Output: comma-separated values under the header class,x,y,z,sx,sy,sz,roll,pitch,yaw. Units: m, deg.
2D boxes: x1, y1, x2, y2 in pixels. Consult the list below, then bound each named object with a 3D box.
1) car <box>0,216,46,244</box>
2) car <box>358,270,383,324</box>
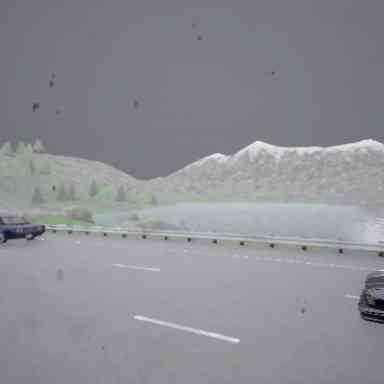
class,x,y,z,sx,sy,sz,roll,pitch,yaw
car,-10.052,1.906,17.376,4.718,1.301,1.895,0,-1,25
car,5.449,1.629,4.858,5.357,1.411,2.033,-1,-1,31
